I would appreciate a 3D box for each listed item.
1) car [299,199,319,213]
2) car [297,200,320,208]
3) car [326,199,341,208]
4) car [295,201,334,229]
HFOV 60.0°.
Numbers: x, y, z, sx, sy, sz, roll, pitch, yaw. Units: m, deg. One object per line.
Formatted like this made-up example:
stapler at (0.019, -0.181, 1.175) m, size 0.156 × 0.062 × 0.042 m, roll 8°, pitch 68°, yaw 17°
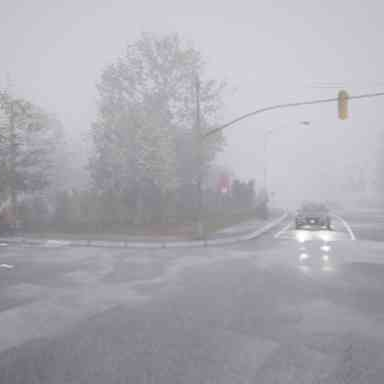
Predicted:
car at (13.957, 1.662, 39.903) m, size 1.882 × 1.535 × 5.008 m, roll -1°, pitch -1°, yaw 14°
car at (20.437, 2.049, 58.668) m, size 2.033 × 1.411 × 5.357 m, roll -1°, pitch -1°, yaw -1°
car at (23.859, 1.890, 57.238) m, size 1.882 × 1.535 × 5.008 m, roll -1°, pitch -1°, yaw 3°
car at (7.585, 1.505, 20.839) m, size 1.994 × 1.385 × 4.181 m, roll -1°, pitch -1°, yaw 21°
